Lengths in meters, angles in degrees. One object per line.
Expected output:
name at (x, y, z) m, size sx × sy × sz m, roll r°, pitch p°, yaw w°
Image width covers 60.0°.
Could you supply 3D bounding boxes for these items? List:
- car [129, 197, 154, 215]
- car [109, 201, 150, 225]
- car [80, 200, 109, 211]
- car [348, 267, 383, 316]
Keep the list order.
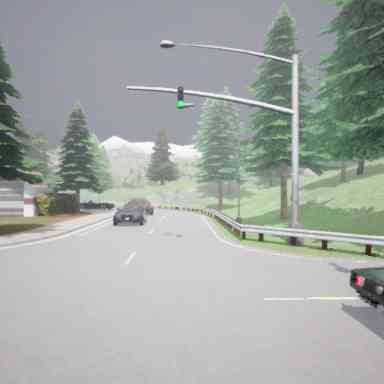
car at (-5.278, 1.339, 33.378) m, size 2.097 × 1.767 × 4.553 m, roll 0°, pitch 0°, yaw -20°
car at (-4.317, 1.555, 23.600) m, size 1.994 × 1.385 × 4.181 m, roll 0°, pitch 0°, yaw -3°
car at (-11.952, 1.593, 41.031) m, size 4.718 × 1.301 × 1.895 m, roll 0°, pitch 0°, yaw 13°
car at (5.260, 1.624, 5.340) m, size 4.718 × 1.301 × 1.895 m, roll 0°, pitch 0°, yaw -2°
